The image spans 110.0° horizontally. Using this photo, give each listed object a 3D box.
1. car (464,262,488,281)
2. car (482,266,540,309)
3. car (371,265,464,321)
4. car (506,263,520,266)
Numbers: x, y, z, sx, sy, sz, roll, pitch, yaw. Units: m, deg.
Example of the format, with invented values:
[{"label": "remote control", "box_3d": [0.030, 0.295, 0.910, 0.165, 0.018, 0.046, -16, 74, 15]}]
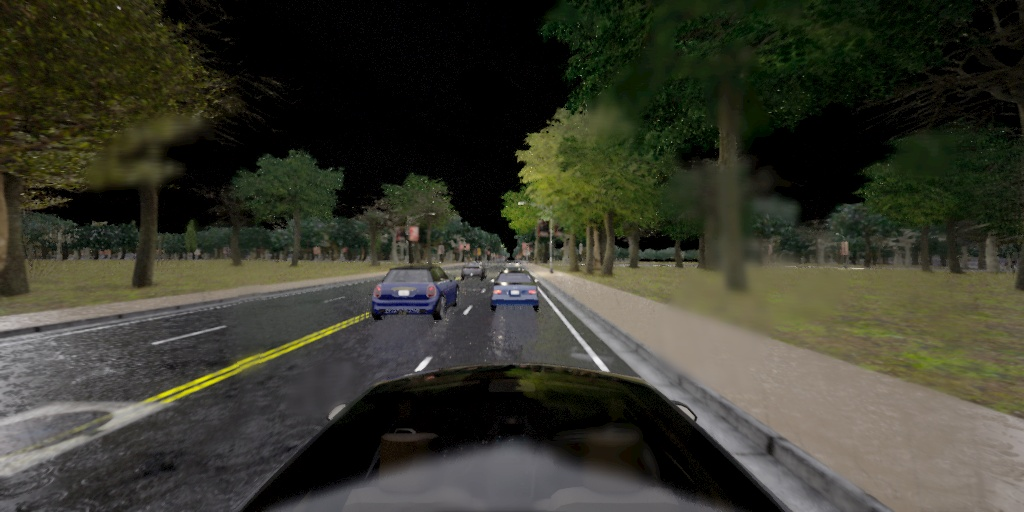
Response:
[{"label": "car", "box_3d": [-3.142, 1.261, 30.414, 2.128, 1.511, 4.902, 0, 0, 0]}, {"label": "car", "box_3d": [0.103, 1.290, 14.722, 2.033, 1.411, 5.357, 0, 0, 0]}, {"label": "car", "box_3d": [-3.148, 1.095, 12.572, 2.097, 1.767, 4.553, 0, 0, 0]}, {"label": "car", "box_3d": [0.108, 1.401, 38.267, 1.895, 1.301, 4.718, 0, 0, 0]}]
